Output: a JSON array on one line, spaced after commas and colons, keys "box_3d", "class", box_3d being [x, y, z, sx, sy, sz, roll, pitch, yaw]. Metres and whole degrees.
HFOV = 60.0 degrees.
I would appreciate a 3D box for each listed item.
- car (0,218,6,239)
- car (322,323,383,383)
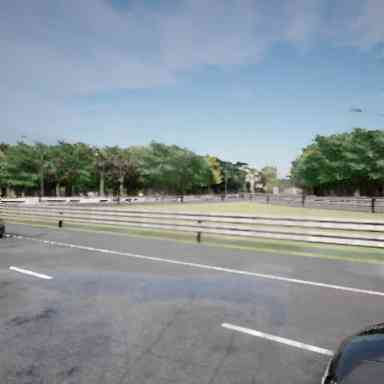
[{"box_3d": [-10.828, 1.544, 16.231, 4.674, 1.442, 1.812, 0, 0, 36], "class": "car"}, {"box_3d": [3.261, 1.490, 1.682, 4.902, 1.511, 2.128, 0, 0, 35], "class": "car"}]
